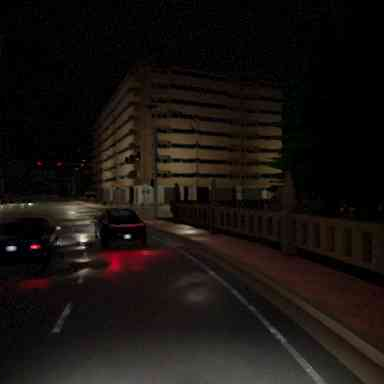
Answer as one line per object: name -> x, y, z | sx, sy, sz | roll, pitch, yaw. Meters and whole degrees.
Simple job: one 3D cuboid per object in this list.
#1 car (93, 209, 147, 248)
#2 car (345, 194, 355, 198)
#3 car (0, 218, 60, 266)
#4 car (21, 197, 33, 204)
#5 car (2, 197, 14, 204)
car -> -3.373, 1.531, 15.255 | 2.128, 1.511, 4.902 | 0, 0, -21
car -> 25.790, 1.268, 50.652 | 5.566, 2.045, 2.150 | 0, 0, -23
car -> -5.684, 1.590, 11.430 | 2.033, 1.411, 5.357 | 0, 0, -18
car -> -34.888, 1.784, 70.421 | 1.812, 1.442, 4.674 | 0, 0, -24
car -> -38.095, 1.794, 69.020 | 1.812, 1.442, 4.674 | 0, 0, -24
